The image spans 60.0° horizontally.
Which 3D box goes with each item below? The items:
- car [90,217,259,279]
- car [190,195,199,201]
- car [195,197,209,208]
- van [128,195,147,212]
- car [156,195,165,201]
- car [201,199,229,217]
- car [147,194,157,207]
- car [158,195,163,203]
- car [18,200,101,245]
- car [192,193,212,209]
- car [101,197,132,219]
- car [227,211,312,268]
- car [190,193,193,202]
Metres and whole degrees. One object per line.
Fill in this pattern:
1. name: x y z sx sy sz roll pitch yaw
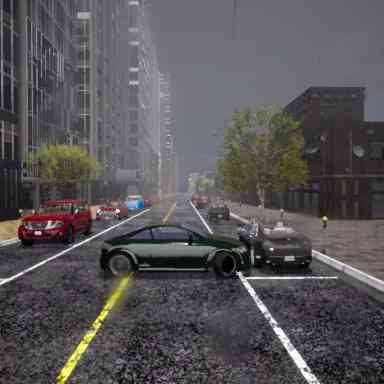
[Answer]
1. car: -0.457 1.556 9.504 4.181 1.385 1.994 0 0 -1
2. car: 0.608 1.537 83.027 1.947 1.339 4.313 -1 0 -1
3. car: 1.445 1.509 50.000 1.752 1.417 4.829 -1 0 -1
4. van: -6.651 1.329 38.562 1.690 1.788 3.998 -1 0 -1
5. car: -7.767 1.496 82.656 1.752 1.417 4.829 -1 0 -1
6. car: 2.041 1.543 26.964 2.008 1.369 4.403 -1 0 -1
7. car: -6.932 1.298 49.628 2.192 1.841 5.009 -1 0 -1
8. car: -7.350 1.522 66.227 1.887 1.381 4.507 -1 0 -1
9. car: -6.173 1.310 15.700 2.192 1.841 5.009 -1 0 -1
10. car: 1.586 1.301 44.298 2.192 1.841 5.009 -1 0 -1
11. car: -6.362 1.432 26.768 1.967 1.590 4.097 -1 0 -1
12. car: 2.561 1.548 11.105 2.008 1.369 4.403 -1 0 -1
13. car: 0.884 1.290 71.962 2.192 1.841 5.009 -1 0 -1
